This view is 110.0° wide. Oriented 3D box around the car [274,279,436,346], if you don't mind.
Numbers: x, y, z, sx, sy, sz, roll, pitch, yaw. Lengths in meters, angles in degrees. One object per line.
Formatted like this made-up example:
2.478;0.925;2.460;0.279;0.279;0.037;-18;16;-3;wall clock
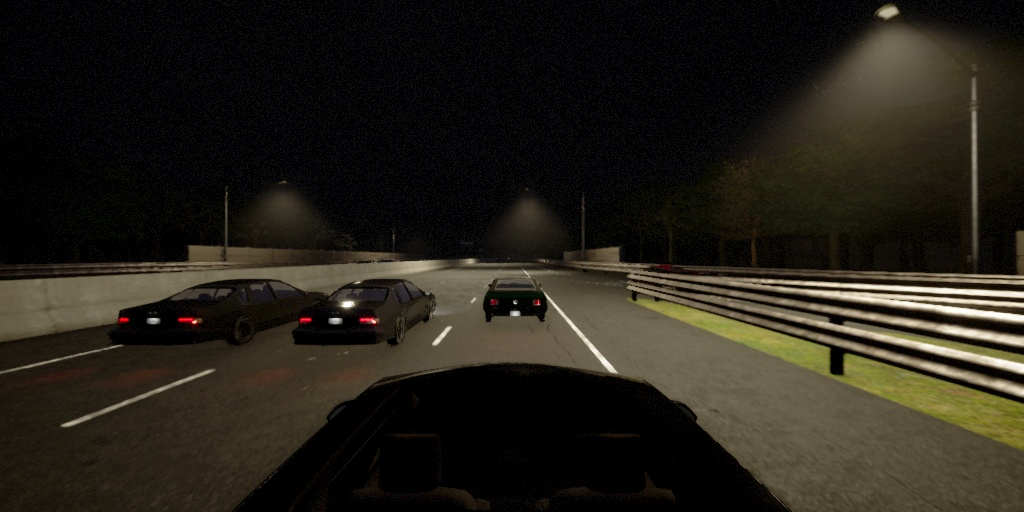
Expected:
-3.402;1.303;9.417;2.033;1.411;5.357;0;0;0;car

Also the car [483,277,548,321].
0.098;1.361;12.473;1.895;1.301;4.718;0;0;0;car

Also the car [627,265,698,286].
9.811;1.342;23.736;1.882;1.535;5.008;0;0;-24;car

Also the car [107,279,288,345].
-6.901;1.302;9.411;2.033;1.411;5.357;0;0;0;car
